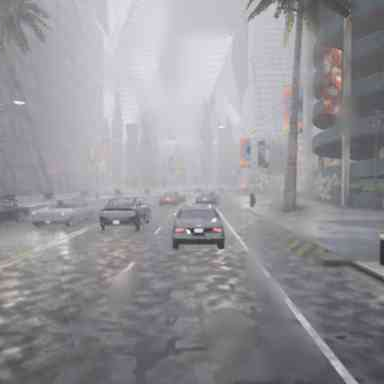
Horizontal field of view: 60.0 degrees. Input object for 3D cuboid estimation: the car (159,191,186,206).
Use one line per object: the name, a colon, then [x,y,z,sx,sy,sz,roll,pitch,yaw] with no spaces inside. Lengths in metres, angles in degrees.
car: [-1.852,0.607,33.705,1.994,1.385,4.181,0,2,13]

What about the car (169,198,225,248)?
car: [0.232,1.180,12.866,2.033,1.411,5.357,0,2,1]

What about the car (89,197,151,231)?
car: [-3.229,1.013,16.711,2.128,1.511,4.902,0,2,1]

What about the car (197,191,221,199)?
car: [1.701,0.610,33.651,1.994,1.385,4.181,0,2,13]

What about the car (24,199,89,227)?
car: [-6.883,1.079,18.169,1.895,1.301,4.718,0,2,1]

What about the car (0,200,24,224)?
car: [-10.397,1.108,17.090,1.895,1.301,4.718,0,2,1]
